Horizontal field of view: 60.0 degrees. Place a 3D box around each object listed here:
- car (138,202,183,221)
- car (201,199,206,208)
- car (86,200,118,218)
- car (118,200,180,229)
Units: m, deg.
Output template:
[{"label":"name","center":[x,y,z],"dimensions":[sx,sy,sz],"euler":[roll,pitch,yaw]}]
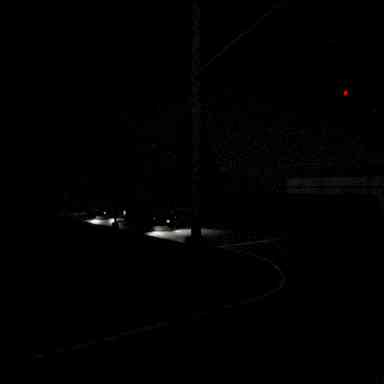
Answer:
[{"label":"car","center":[-2.734,1.564,28.032],"dimensions":[1.994,1.385,4.181],"euler":[0,0,-33]},{"label":"car","center":[3.125,1.547,47.640],"dimensions":[5.357,1.411,2.033],"euler":[0,0,-38]},{"label":"car","center":[-8.378,1.505,30.099],"dimensions":[1.837,1.490,4.892],"euler":[0,0,-26]},{"label":"car","center":[-2.846,1.505,21.858],"dimensions":[1.837,1.490,4.892],"euler":[0,0,-36]}]
